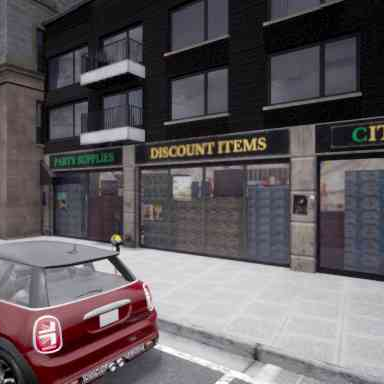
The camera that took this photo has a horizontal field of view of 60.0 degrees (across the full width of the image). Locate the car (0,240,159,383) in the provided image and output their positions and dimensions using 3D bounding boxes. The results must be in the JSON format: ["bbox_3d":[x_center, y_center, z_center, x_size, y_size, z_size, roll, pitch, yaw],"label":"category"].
[{"bbox_3d":[-2.509,1.440,4.872,4.097,1.590,1.967,0,0,36],"label":"car"}]
